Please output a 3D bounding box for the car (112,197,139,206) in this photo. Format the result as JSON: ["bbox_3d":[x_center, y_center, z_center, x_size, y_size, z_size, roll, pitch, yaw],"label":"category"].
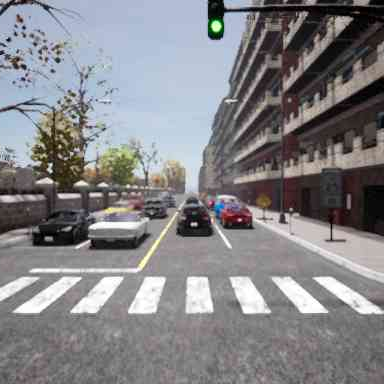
[{"bbox_3d":[-5.679,1.378,26.468,1.752,1.417,4.829,0,0,0],"label":"car"}]

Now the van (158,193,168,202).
[{"bbox_3d":[-5.667,1.011,66.047,1.690,1.788,3.998,0,0,0],"label":"van"}]

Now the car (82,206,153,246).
[{"bbox_3d":[-3.096,1.516,14.864,1.895,1.301,4.718,0,0,0],"label":"car"}]

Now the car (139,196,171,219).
[{"bbox_3d":[-3.086,1.349,27.905,1.837,1.490,4.892,0,1,0],"label":"car"}]

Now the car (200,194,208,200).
[{"bbox_3d":[2.716,1.209,77.306,1.802,1.307,4.206,0,0,0],"label":"car"}]

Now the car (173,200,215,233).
[{"bbox_3d":[0.118,1.420,18.580,1.812,1.442,4.674,0,0,0],"label":"car"}]

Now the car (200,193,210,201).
[{"bbox_3d":[2.715,1.088,71.674,1.967,1.590,4.097,0,0,0],"label":"car"}]

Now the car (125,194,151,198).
[{"bbox_3d":[-5.678,1.139,32.267,2.192,1.841,5.009,0,0,0],"label":"car"}]

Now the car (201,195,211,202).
[{"bbox_3d":[2.713,1.215,66.045,1.887,1.381,4.507,0,0,0],"label":"car"}]

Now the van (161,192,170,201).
[{"bbox_3d":[-5.665,0.989,71.676,1.690,1.788,3.998,0,0,0],"label":"van"}]

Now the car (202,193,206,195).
[{"bbox_3d":[2.708,1.288,49.155,1.887,1.381,4.507,0,0,0],"label":"car"}]

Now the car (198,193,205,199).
[{"bbox_3d":[2.722,1.012,94.195,1.967,1.590,4.097,0,0,0],"label":"car"}]

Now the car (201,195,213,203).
[{"bbox_3d":[2.711,1.244,60.416,2.008,1.369,4.403,0,0,0],"label":"car"}]

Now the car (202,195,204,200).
[{"bbox_3d":[2.705,1.320,43.525,2.008,1.369,4.403,0,0,0],"label":"car"}]

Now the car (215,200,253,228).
[{"bbox_3d":[2.699,1.427,21.004,1.887,1.381,4.507,0,0,0],"label":"car"}]

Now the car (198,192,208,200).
[{"bbox_3d":[2.718,0.923,82.934,2.192,1.841,5.009,0,0,0],"label":"car"}]

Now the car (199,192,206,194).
[{"bbox_3d":[2.710,1.033,54.784,2.192,1.841,5.009,0,0,0],"label":"car"}]

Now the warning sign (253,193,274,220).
[{"bbox_3d":[5.072,0.983,23.645,1.300,1.860,1.060,0,0,0],"label":"warning sign"}]

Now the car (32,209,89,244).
[{"bbox_3d":[-5.683,1.478,15.377,1.947,1.339,4.313,0,0,0],"label":"car"}]

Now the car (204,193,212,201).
[{"bbox_3d":[2.704,1.236,37.895,1.967,1.590,4.097,0,0,0],"label":"car"}]

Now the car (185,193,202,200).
[{"bbox_3d":[0.022,1.268,45.255,1.837,1.490,4.892,0,1,0],"label":"car"}]

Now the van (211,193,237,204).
[{"bbox_3d":[2.701,1.193,26.634,1.690,1.788,3.998,0,0,0],"label":"van"}]

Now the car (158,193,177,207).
[{"bbox_3d":[-3.043,1.276,43.527,1.837,1.490,4.892,0,0,0],"label":"car"}]

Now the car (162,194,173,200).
[{"bbox_3d":[-5.664,1.178,77.308,2.008,1.369,4.403,0,0,0],"label":"car"}]
